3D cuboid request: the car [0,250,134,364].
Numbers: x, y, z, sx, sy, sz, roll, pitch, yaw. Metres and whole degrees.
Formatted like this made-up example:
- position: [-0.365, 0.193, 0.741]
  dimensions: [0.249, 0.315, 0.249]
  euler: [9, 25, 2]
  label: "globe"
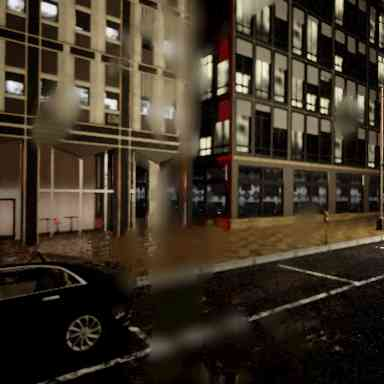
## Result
- position: [-2.951, 1.550, 4.438]
  dimensions: [4.403, 1.369, 2.008]
  euler: [-1, 1, -35]
  label: "car"
